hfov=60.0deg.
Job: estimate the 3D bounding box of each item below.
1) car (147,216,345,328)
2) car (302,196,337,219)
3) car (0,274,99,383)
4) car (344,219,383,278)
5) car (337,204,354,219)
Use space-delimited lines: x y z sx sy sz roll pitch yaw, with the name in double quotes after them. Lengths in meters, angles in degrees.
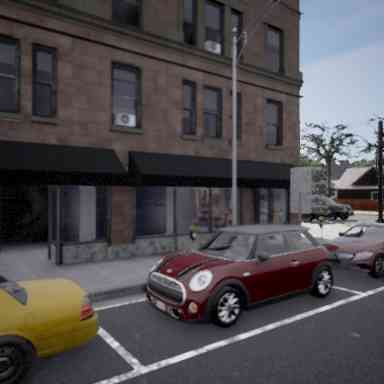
1.087 1.456 6.961 4.097 1.590 1.967 0 0 -35 "car"
8.833 1.403 28.071 2.150 2.045 5.566 0 -1 -35 "car"
-3.547 1.523 3.659 4.829 1.417 1.752 0 0 -35 "car"
5.581 1.616 10.163 4.206 1.307 1.802 0 0 -35 "car"
11.514 1.412 29.910 2.150 2.045 5.566 0 -1 -35 "car"
